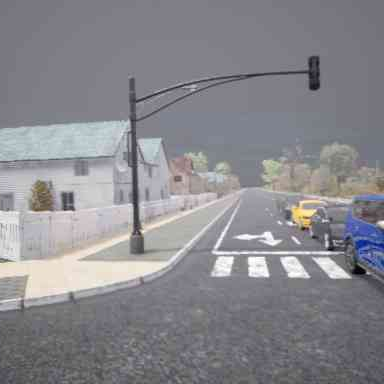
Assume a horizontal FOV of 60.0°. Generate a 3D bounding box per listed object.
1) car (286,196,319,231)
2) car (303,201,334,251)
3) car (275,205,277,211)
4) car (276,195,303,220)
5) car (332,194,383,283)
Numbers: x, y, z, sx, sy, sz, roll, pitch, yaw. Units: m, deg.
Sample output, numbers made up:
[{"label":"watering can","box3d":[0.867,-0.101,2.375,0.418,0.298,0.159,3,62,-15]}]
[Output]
[{"label":"car","box3d":[6.821,1.211,18.907,1.882,1.535,5.008,-2,0,9]},{"label":"car","box3d":[5.847,1.292,13.032,1.837,1.490,4.892,-2,0,9]},{"label":"car","box3d":[8.758,1.116,30.545,2.128,1.511,4.902,-2,0,9]},{"label":"car","box3d":[7.795,1.031,24.767,2.097,1.767,4.553,-2,0,9]},{"label":"car","box3d":[4.807,1.064,6.814,2.150,2.045,5.566,-2,0,9]}]
